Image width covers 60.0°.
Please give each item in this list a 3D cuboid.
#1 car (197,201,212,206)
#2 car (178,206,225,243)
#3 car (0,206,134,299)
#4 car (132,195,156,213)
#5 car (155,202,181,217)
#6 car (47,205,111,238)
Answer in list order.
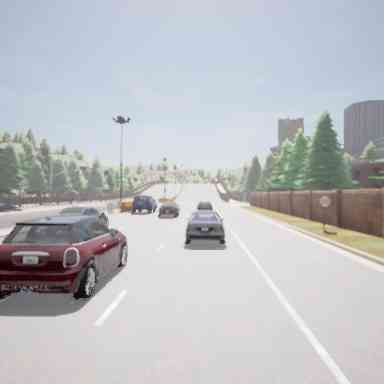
[{"bbox_3d":[1.629,1.803,42.866,1.994,1.385,4.181,0,0,2],"label":"car"},{"bbox_3d":[0.643,1.640,16.510,2.033,1.411,5.357,0,0,2],"label":"car"},{"bbox_3d":[-3.124,1.379,8.701,2.097,1.767,4.553,0,0,2],"label":"car"},{"bbox_3d":[-5.520,1.394,38.946,2.150,2.045,5.566,0,0,2],"label":"car"},{"bbox_3d":[-2.224,1.691,33.461,1.812,1.442,4.674,0,0,2],"label":"car"},{"bbox_3d":[-6.263,1.567,19.058,1.837,1.490,4.892,0,0,2],"label":"car"}]
